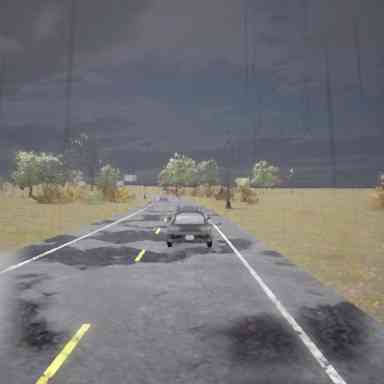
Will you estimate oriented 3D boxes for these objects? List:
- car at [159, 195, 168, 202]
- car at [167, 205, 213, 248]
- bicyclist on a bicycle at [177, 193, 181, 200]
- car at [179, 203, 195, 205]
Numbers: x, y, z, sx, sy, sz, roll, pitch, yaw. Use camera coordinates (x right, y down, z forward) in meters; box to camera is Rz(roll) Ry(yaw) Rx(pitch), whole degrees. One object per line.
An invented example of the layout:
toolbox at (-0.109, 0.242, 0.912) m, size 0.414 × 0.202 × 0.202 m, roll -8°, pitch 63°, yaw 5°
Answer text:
car at (-6.485, 1.473, 76.528) m, size 2.033 × 1.411 × 5.357 m, roll 0°, pitch 0°, yaw -4°
car at (-0.115, 1.527, 14.711) m, size 1.812 × 1.442 × 4.674 m, roll 0°, pitch 0°, yaw -1°
bicyclist on a bicycle at (-3.602, 1.341, 94.786) m, size 0.866 × 1.612 × 1.509 m, roll 0°, pitch 0°, yaw -5°
car at (-0.456, 1.603, 29.765) m, size 1.895 × 1.301 × 4.718 m, roll 0°, pitch 0°, yaw -2°
